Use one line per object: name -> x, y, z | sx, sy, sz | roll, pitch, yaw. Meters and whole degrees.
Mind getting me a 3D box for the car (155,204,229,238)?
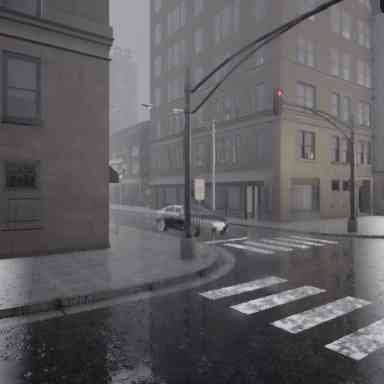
car -> -0.136, 1.414, 17.308 | 2.128, 1.511, 4.902 | 0, 0, -36
